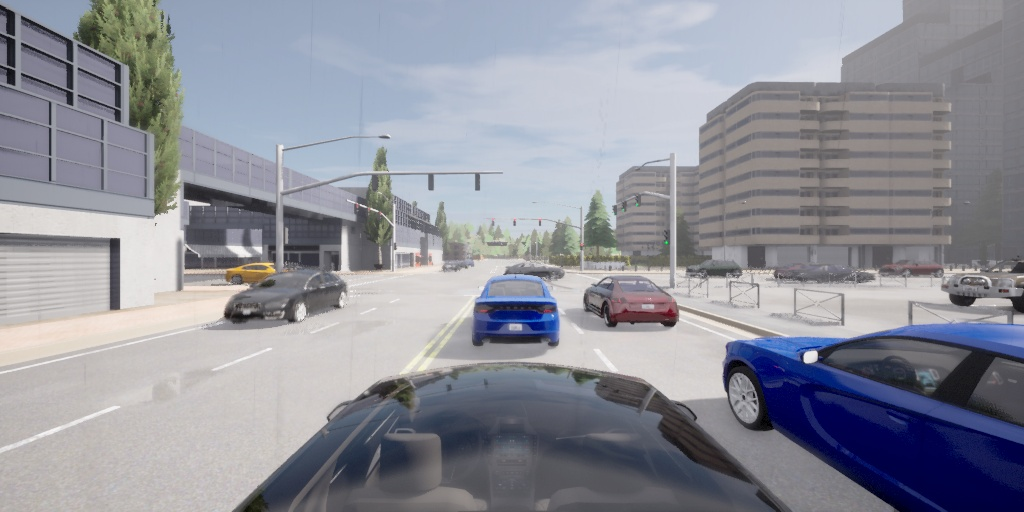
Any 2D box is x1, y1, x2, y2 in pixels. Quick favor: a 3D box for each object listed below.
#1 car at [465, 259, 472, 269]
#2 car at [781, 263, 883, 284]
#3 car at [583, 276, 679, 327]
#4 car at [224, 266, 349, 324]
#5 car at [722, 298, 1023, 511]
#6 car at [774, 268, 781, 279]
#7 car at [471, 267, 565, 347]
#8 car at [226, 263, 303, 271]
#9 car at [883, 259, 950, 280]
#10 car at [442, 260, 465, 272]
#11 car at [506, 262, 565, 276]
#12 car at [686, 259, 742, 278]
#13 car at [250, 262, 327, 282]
[{"bbox_3d":[-7.991,1.314,56.761,1.994,1.385,4.181,0,0,-1],"label":"car"},{"bbox_3d":[23.317,1.297,26.271,5.357,1.411,2.033,0,0,-1],"label":"car"},{"bbox_3d":[3.602,1.314,11.541,1.994,1.385,4.181,0,0,0],"label":"car"},{"bbox_3d":[-7.197,1.255,12.051,1.837,1.490,4.892,0,0,-2],"label":"car"},{"bbox_3d":[3.603,1.228,2.557,1.882,1.535,5.008,0,0,0],"label":"car"},{"bbox_3d":[24.261,1.314,29.788,4.181,1.385,1.994,0,0,-1],"label":"car"},{"bbox_3d":[0.093,1.228,9.408,1.882,1.535,5.008,0,0,0],"label":"car"},{"bbox_3d":[-16.868,1.228,24.759,5.008,1.535,1.882,0,0,-1],"label":"car"},{"bbox_3d":[37.467,1.102,33.749,4.553,1.767,2.097,0,0,-1],"label":"car"},{"bbox_3d":[-7.851,1.241,46.801,2.128,1.511,4.902,0,0,0],"label":"car"},{"bbox_3d":[1.826,1.241,29.143,4.902,1.511,2.128,0,0,-3],"label":"car"},{"bbox_3d":[18.684,1.102,33.376,4.553,1.767,2.097,0,0,-1],"label":"car"},{"bbox_3d":[-17.525,1.255,28.253,4.892,1.490,1.837,0,0,-1],"label":"car"}]
